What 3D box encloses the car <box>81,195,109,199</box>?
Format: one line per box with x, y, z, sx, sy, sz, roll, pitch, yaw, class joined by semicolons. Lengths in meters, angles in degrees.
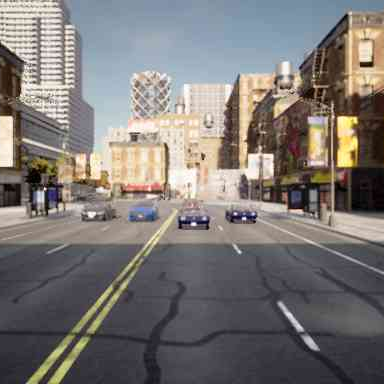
-18.686;1.416;64.065;4.181;1.385;1.994;0;0;36;car

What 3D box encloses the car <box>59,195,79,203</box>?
-24.510;1.346;63.664;4.674;1.442;1.812;0;0;31;car

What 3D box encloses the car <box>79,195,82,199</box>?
-25.732;1.342;79.127;4.674;1.452;2.002;0;0;20;car

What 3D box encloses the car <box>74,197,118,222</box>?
-7.120;1.433;25.939;2.128;1.511;4.902;0;0;0;car

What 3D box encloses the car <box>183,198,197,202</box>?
-0.269;1.457;39.311;2.033;1.411;5.357;0;0;-6;car

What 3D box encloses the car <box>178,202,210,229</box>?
0.106;1.552;21.397;1.895;1.301;4.718;0;0;0;car

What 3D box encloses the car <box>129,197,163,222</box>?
-3.620;1.419;25.720;1.882;1.535;5.008;0;0;0;car

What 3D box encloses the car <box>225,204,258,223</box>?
3.608;1.543;25.184;1.895;1.301;4.718;0;0;0;car
